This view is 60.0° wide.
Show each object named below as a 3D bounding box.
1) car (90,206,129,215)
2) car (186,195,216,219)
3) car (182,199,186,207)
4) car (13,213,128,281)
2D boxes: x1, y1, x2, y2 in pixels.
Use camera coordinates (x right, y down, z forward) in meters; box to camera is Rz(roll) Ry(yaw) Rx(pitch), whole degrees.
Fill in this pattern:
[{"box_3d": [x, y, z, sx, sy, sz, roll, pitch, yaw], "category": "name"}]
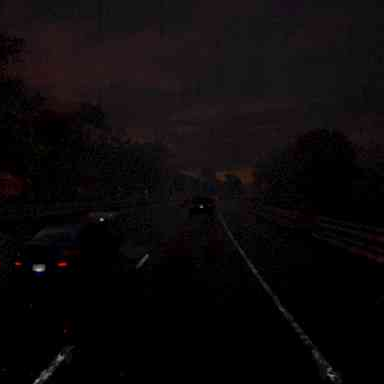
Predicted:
[{"box_3d": [-6.333, 1.698, 25.914, 1.895, 1.301, 4.718, 0, 0, 3], "category": "car"}, {"box_3d": [0.948, 1.380, 31.260, 2.150, 2.045, 5.566, 0, 0, 3], "category": "car"}, {"box_3d": [-0.656, 1.856, 57.365, 1.994, 1.385, 4.181, 0, 0, 5], "category": "car"}, {"box_3d": [-3.397, 1.558, 9.828, 1.812, 1.442, 4.674, 0, 0, 2], "category": "car"}]
